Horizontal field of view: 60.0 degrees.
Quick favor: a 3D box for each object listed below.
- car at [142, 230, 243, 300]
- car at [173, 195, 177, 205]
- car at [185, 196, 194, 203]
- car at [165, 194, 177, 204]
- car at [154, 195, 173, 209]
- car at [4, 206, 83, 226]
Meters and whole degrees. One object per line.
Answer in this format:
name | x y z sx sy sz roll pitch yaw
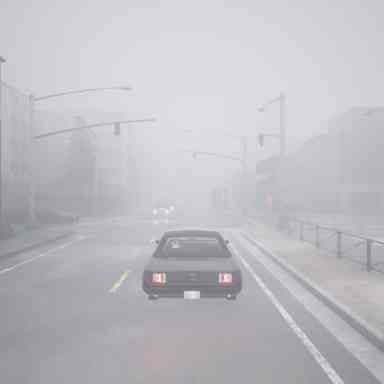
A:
car | 0.009 1.601 8.329 1.895 1.301 4.718 0 0 0
car | -3.959 1.601 53.603 1.895 1.301 4.718 0 0 0
car | -0.458 1.492 66.611 2.128 1.511 4.902 0 0 0
car | -3.990 1.352 64.097 2.097 1.767 4.553 0 0 0
car | -3.903 1.505 44.338 1.837 1.490 4.892 0 0 0
car | -10.945 1.721 24.515 5.357 1.411 2.033 0 0 -1
